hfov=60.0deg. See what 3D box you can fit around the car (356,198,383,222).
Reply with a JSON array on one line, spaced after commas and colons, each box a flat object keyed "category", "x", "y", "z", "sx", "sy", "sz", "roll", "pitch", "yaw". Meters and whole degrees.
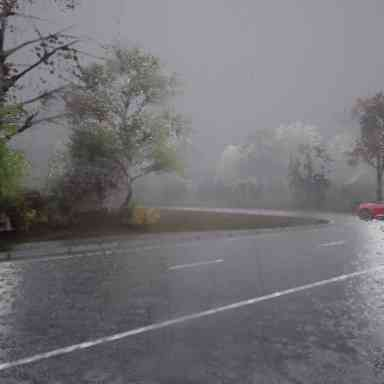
[{"category": "car", "x": 15.095, "y": 1.260, "z": 24.442, "sx": 2.150, "sy": 2.045, "sz": 5.566, "roll": 1, "pitch": -1, "yaw": -33}]
